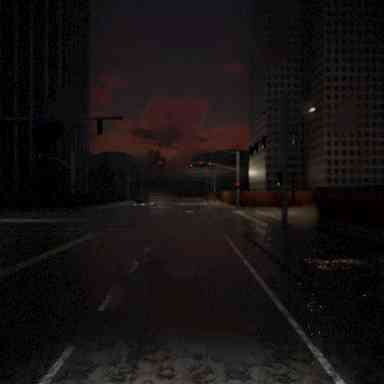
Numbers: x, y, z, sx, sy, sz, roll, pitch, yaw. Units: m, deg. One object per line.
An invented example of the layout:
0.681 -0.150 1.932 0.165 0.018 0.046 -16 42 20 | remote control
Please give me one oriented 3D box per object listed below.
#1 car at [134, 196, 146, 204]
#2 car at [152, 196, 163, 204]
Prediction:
-10.493 1.608 67.198 1.882 1.535 5.008 0 0 0 | car
-6.993 1.608 67.199 1.882 1.535 5.008 0 0 0 | car
